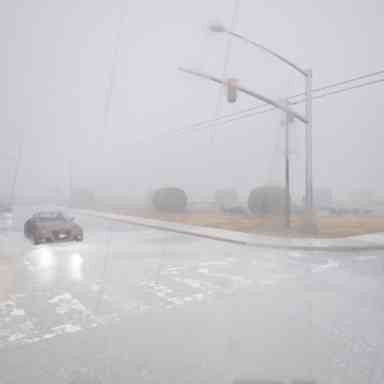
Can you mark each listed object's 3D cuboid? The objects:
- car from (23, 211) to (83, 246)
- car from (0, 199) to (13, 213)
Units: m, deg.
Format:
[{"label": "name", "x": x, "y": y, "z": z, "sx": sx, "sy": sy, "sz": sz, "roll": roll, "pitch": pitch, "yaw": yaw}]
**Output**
[{"label": "car", "x": -6.528, "y": 1.611, "z": 15.483, "sx": 1.994, "sy": 1.385, "sz": 4.181, "roll": 0, "pitch": 1, "yaw": -35}, {"label": "car", "x": -20.643, "y": 1.494, "z": 35.854, "sx": 1.812, "sy": 1.442, "sz": 4.674, "roll": 0, "pitch": 1, "yaw": -35}]
